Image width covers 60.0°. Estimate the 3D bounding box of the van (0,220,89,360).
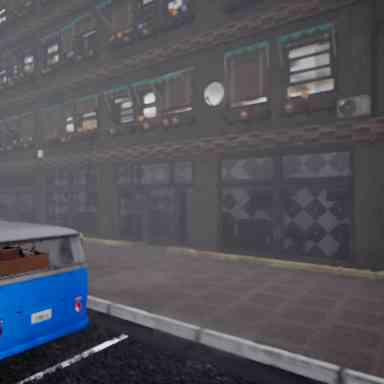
[{"bbox_3d":[-3.423,1.352,5.324,3.998,1.788,1.690,0,0,35],"label":"van"}]
